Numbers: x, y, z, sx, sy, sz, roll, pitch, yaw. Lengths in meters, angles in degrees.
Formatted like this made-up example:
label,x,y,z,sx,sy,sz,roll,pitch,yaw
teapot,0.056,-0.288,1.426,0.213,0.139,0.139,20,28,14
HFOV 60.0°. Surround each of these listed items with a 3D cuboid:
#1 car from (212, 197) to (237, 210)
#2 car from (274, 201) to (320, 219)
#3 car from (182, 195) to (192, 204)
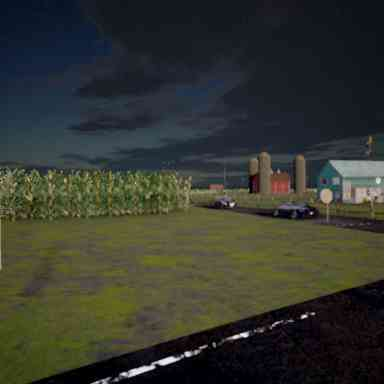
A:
label,x,y,z,sx,sy,sz,roll,pitch,yaw
car,3.976,1.343,41.360,2.128,1.511,4.902,-1,0,-18
car,8.476,1.419,27.194,1.994,1.385,4.181,-1,0,-18
car,-1.395,1.364,58.539,1.837,1.490,4.892,-1,0,-17
